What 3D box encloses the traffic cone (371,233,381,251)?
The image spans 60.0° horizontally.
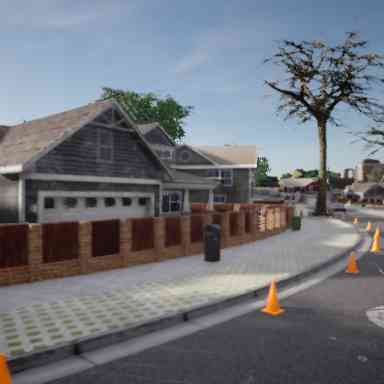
[{"bbox_3d":[7.621,2.135,13.777,0.340,0.580,0.340,0,-1,33],"label":"traffic cone"}]

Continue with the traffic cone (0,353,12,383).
[{"bbox_3d":[-1.992,2.001,3.501,0.340,0.580,0.340,1,-1,-37],"label":"traffic cone"}]

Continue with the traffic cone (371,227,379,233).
[{"bbox_3d":[9.968,2.187,17.863,0.340,0.580,0.340,0,-1,27],"label":"traffic cone"}]

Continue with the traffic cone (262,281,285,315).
[{"bbox_3d":[1.601,2.044,6.548,0.340,0.580,0.340,1,-1,-44],"label":"traffic cone"}]

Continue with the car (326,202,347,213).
[{"bbox_3d":[20.160,2.132,46.624,2.033,1.411,5.357,0,-1,13],"label":"car"}]

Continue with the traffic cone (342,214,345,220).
[{"bbox_3d":[14.416,2.357,31.587,0.340,0.580,0.340,0,-1,14],"label":"traffic cone"}]

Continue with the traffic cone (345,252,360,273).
[{"bbox_3d":[4.820,2.087,9.988,0.340,0.580,0.340,-1,-1,40],"label":"traffic cone"}]

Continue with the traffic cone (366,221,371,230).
[{"bbox_3d":[11.829,2.241,22.191,0.340,0.580,0.340,0,-1,20],"label":"traffic cone"}]
